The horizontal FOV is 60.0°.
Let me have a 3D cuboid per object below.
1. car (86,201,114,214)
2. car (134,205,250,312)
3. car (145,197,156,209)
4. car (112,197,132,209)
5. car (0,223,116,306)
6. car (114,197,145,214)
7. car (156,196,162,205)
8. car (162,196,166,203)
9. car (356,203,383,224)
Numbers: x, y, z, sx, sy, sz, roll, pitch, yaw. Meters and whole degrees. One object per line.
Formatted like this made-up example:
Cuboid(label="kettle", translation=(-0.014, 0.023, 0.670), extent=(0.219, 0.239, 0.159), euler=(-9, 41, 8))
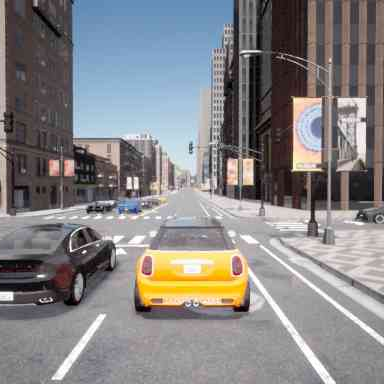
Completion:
Cuboid(label="car", translation=(-9.856, 1.617, 35.779), extent=(1.895, 1.301, 4.718), euler=(0, 0, 0))
Cuboid(label="car", translation=(0.009, 1.351, 7.864), extent=(2.097, 1.767, 4.553), euler=(0, 0, 0))
Cuboid(label="car", translation=(-6.602, 1.515, 45.764), extent=(2.128, 1.511, 4.902), euler=(0, 0, 0))
Cuboid(label="car", translation=(-9.851, 1.527, 47.026), extent=(1.837, 1.490, 4.892), euler=(0, 0, 0))
Cuboid(label="car", translation=(-3.154, 1.504, 8.008), extent=(1.837, 1.490, 4.892), euler=(0, 0, 0))
Cuboid(label="car", translation=(-6.603, 1.493, 35.877), extent=(1.882, 1.535, 5.008), euler=(0, 0, 0))
Cuboid(label="car", translation=(-6.596, 1.592, 55.845), extent=(1.994, 1.385, 4.181), euler=(0, 0, 0))
Cuboid(label="car", translation=(-6.507, 1.506, 69.031), extent=(1.882, 1.535, 5.008), euler=(0, 0, 0))
Cuboid(label="car", translation=(13.983, 1.470, 23.535), extent=(4.181, 1.385, 1.994), euler=(0, 1, 0))
